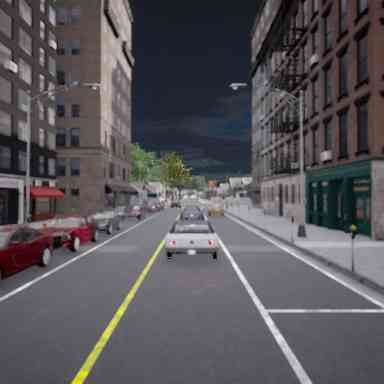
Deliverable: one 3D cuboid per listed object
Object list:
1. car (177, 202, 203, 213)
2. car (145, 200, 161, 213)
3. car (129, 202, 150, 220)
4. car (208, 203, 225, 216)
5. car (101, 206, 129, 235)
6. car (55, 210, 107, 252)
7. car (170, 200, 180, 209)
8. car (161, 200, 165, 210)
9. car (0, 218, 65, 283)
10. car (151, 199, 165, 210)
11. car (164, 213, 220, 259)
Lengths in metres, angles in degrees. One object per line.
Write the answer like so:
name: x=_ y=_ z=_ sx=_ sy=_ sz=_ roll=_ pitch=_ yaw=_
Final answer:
car: x=0.008 y=1.849 z=28.378 sx=1.994 sy=1.385 sz=4.181 roll=0 pitch=0 yaw=1
car: x=-5.402 y=1.863 z=42.202 sx=1.967 sy=1.590 sz=4.097 roll=0 pitch=-1 yaw=0
car: x=-5.404 y=1.895 z=31.193 sx=1.802 sy=1.307 sz=4.206 roll=0 pitch=-1 yaw=0
car: x=2.645 y=1.895 z=36.870 sx=1.752 sy=1.417 sz=4.829 roll=0 pitch=-1 yaw=0
car: x=-5.406 y=1.754 z=20.186 sx=2.008 sy=1.369 sz=4.403 roll=0 pitch=-1 yaw=0
car: x=-5.407 y=1.693 z=14.683 sx=1.887 sy=1.381 sz=4.507 roll=0 pitch=-1 yaw=0
car: x=-2.771 y=2.124 z=57.529 sx=2.033 sy=1.411 sz=5.357 roll=0 pitch=-1 yaw=0
car: x=-5.401 y=1.918 z=47.705 sx=1.967 sy=1.590 sz=4.097 roll=0 pitch=-1 yaw=0
car: x=-5.409 y=1.638 z=9.180 sx=1.887 sy=1.381 sz=4.507 roll=0 pitch=-1 yaw=0
car: x=-5.400 y=1.973 z=53.209 sx=1.967 sy=1.590 sz=4.097 roll=0 pitch=-1 yaw=0
car: x=0.012 y=1.735 z=13.260 sx=1.895 sy=1.301 sz=4.718 roll=0 pitch=-1 yaw=0
